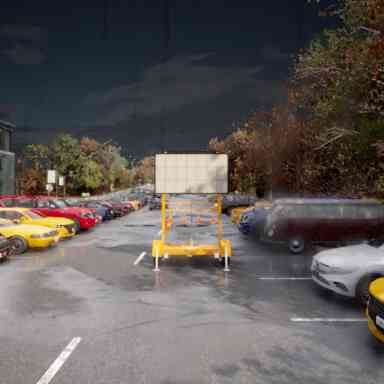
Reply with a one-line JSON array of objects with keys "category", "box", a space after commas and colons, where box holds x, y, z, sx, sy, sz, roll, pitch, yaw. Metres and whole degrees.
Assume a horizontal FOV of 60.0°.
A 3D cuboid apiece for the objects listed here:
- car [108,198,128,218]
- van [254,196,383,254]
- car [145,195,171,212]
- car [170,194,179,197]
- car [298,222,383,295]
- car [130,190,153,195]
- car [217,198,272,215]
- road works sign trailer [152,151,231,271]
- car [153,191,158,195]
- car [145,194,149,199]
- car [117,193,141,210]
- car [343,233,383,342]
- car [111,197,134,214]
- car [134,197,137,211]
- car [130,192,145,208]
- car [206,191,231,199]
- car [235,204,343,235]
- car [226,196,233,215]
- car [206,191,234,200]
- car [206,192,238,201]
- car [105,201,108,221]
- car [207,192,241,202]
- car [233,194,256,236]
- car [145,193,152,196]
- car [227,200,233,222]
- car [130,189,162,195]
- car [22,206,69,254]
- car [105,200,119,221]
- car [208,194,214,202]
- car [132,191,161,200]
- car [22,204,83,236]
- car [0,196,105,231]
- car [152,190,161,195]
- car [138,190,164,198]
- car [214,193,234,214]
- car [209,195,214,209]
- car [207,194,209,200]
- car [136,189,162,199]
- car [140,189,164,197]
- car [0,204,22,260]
[{"category": "car", "box": [-8.079, 1.463, 26.681, 5.008, 1.535, 2.097, 0, 0, 0]}, {"category": "van", "box": [4.907, 1.256, 12.811, 4.442, 1.987, 1.878, 0, 0, 0]}, {"category": "car", "box": [-3.647, 1.425, 37.157, 1.994, 1.385, 4.181, 0, 1, 0]}, {"category": "car", "box": [-3.604, 0.221, 68.817, 2.128, 1.511, 4.902, 0, 3, 0]}, {"category": "car", "box": [5.034, 1.522, 7.242, 4.674, 1.452, 2.002, 0, 0, 0]}, {"category": "car", "box": [-8.130, 1.015, 46.184, 4.553, 1.767, 2.185, 0, 2, 0]}, {"category": "car", "box": [5.004, 1.411, 32.446, 5.008, 1.535, 2.097, 0, 1, 0]}, {"category": "road works sign trailer", "box": [-0.014, 0.466, 10.894, 2.380, 3.560, 2.880, 0, 0, 0]}, {"category": "car", "box": [-8.135, 1.000, 51.768, 4.792, 1.488, 2.163, 0, 2, 0]}, {"category": "car", "box": [-8.062, 1.305, 40.614, 4.792, 1.488, 2.163, 0, 1, 0]}, {"category": "car", "box": [-8.053, 1.250, 35.045, 4.553, 1.767, 2.185, 0, 1, 0]}, {"category": "car", "box": [5.040, 1.481, 4.457, 5.008, 1.535, 2.097, 0, 0, 0]}, {"category": "car", "box": [-8.083, 1.442, 29.470, 5.008, 1.535, 2.097, 0, 1, 0]}, {"category": "car", "box": [-8.078, 1.453, 32.260, 4.674, 1.452, 2.002, 0, 0, 0]}, {"category": "car", "box": [-8.057, 1.205, 37.824, 4.553, 1.767, 2.185, 0, 1, 0]}, {"category": "car", "box": [4.962, 0.534, 63.112, 4.674, 1.452, 2.002, 0, 3, 0]}, {"category": "car", "box": [5.202, 1.478, 18.382, 5.366, 1.575, 1.946, 0, 0, 0]}, {"category": "car", "box": [5.041, 1.350, 24.075, 4.553, 1.767, 2.185, 0, 0, 0]}, {"category": "car", "box": [4.992, 0.661, 60.202, 4.792, 1.488, 2.163, 0, 3, 0]}, {"category": "car", "box": [5.152, 0.750, 57.411, 5.366, 1.575, 1.946, 0, 2, 0]}, {"category": "car", "box": [-8.069, 1.521, 21.108, 4.674, 1.452, 2.002, 0, 0, 0]}, {"category": "car", "box": [5.156, 0.863, 54.618, 5.366, 1.575, 1.946, 0, 2, 0]}, {"category": "car", "box": [4.992, 1.230, 15.597, 5.566, 2.045, 2.435, 0, 0, 0]}, {"category": "car", "box": [-8.124, 1.241, 43.401, 4.792, 1.488, 2.163, 0, 1, 0]}, {"category": "car", "box": [5.008, 1.481, 21.290, 5.008, 1.535, 2.097, 0, 0, 0]}, {"category": "car", "box": [-8.084, 0.505, 57.321, 5.566, 2.045, 2.435, 0, 2, 0]}, {"category": "car", "box": [-7.870, 1.479, 12.759, 5.366, 1.575, 1.946, 0, 0, 0]}, {"category": "car", "box": [-8.099, 1.505, 23.894, 4.792, 1.488, 2.163, 0, 0, 0]}, {"category": "car", "box": [4.979, 1.211, 43.468, 4.892, 1.521, 2.231, 0, 2, 0]}, {"category": "car", "box": [-8.122, 0.634, 60.122, 5.008, 1.535, 2.097, 0, 2, 0]}, {"category": "car", "box": [-8.065, 1.481, 15.542, 5.008, 1.535, 2.097, 0, 0, 0]}, {"category": "car", "box": [-8.035, 1.230, 18.325, 5.566, 2.045, 2.435, 0, 0, 0]}, {"category": "car", "box": [-8.116, 0.870, 54.544, 4.892, 1.521, 2.231, 0, 2, 0]}, {"category": "car", "box": [-8.094, 0.395, 65.683, 4.792, 1.488, 2.163, 0, 3, 0]}, {"category": "car", "box": [5.031, 1.189, 29.655, 5.566, 2.045, 2.435, 0, 1, 0]}, {"category": "car", "box": [4.810, 1.370, 35.235, 5.366, 1.575, 1.946, 0, 1, 0]}, {"category": "car", "box": [4.976, 1.135, 46.385, 5.008, 1.535, 2.097, 0, 2, 0]}, {"category": "car", "box": [-8.089, 0.378, 62.893, 4.553, 1.767, 2.185, 0, 3, 0]}, {"category": "car", "box": [-8.156, 0.256, 68.463, 4.792, 1.488, 2.163, 0, 3, 0]}, {"category": "car", "box": [-8.084, 1.356, 10.100, 4.553, 1.767, 2.185, 0, 0, 0]}]
